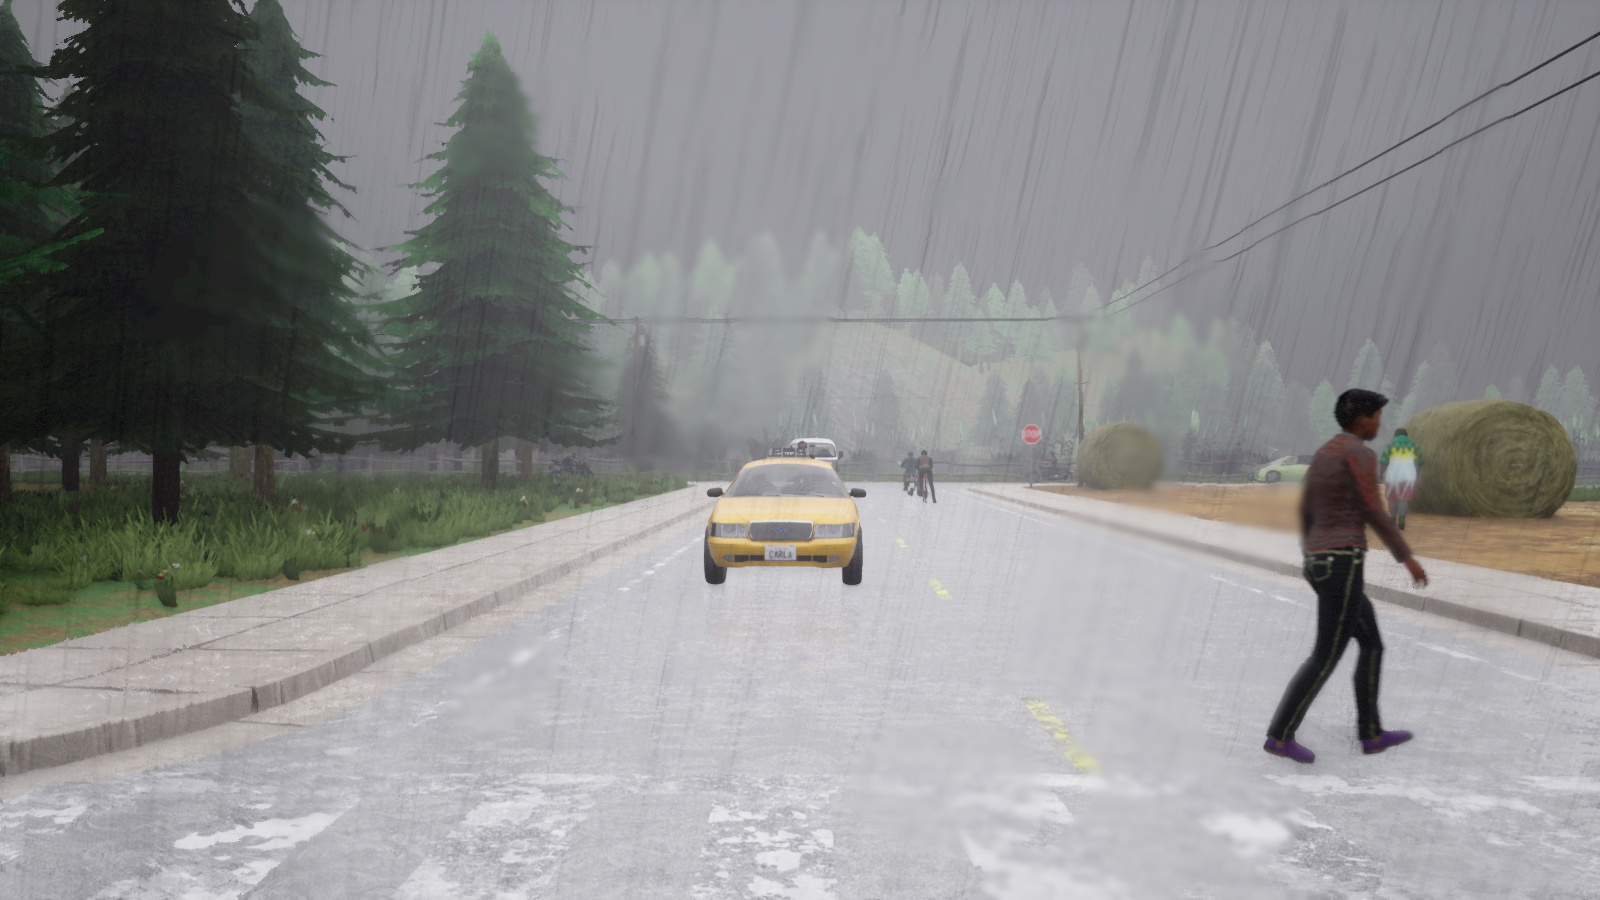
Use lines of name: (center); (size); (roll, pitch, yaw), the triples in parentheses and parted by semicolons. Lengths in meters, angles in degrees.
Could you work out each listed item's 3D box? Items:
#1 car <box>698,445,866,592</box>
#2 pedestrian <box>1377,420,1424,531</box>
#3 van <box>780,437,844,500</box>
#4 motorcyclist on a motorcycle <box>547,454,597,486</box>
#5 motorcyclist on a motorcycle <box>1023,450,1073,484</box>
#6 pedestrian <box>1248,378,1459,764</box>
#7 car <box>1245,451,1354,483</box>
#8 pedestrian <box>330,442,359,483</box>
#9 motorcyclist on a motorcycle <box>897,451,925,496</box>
car: (-0.144, 0.742, 16.164); (1.801, 1.575, 5.366); (0, 0, 1)
pedestrian: (10.720, 0.448, 22.439); (0.659, 1.952, 0.873); (0, 0, 18)
van: (0.429, 0.600, 42.850); (2.069, 2.038, 4.480); (0, 0, 1)
motorcyclist on a motorcycle: (-10.861, 0.934, 59.913); (2.191, 1.530, 0.866); (0, 0, 4)
motorcyclist on a motorcycle: (12.204, 0.836, 61.805); (2.350, 1.649, 0.766); (0, 0, 4)
pedestrian: (2.658, 0.568, 6.060); (0.869, 1.805, 0.328); (0, 0, 2)
car: (24.181, 0.821, 60.965); (4.514, 1.525, 2.007); (0, 0, 4)
pedestrian: (-20.502, 0.557, 56.490); (0.900, 1.855, 0.874); (0, 0, 14)
motorcyclist on a motorcycle: (3.977, 0.834, 45.143); (0.866, 1.590, 1.817); (0, 0, 1)
